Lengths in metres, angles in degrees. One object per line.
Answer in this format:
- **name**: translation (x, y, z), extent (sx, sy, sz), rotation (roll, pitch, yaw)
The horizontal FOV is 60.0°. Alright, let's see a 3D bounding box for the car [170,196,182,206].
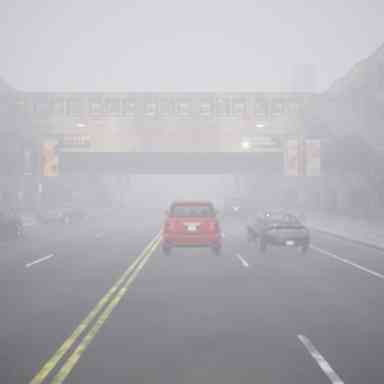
- **car**: translation (-3.392, 1.885, 70.865), extent (2.150, 2.045, 5.566), rotation (0, -1, 0)

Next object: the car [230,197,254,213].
- **car**: translation (6.674, 1.653, 45.204), extent (2.435, 2.045, 5.566), rotation (0, -1, 0)

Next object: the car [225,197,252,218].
- **car**: translation (3.498, 1.489, 29.018), extent (2.150, 2.045, 5.566), rotation (0, 0, 0)

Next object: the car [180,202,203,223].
- **car**: translation (0.006, 1.755, 29.488), extent (1.882, 1.535, 5.008), rotation (0, 0, 0)

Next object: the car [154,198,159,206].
- **car**: translation (-6.892, 2.015, 70.921), extent (2.097, 1.767, 4.553), rotation (0, -1, 0)

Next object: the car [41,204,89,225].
- **car**: translation (-10.008, 1.730, 26.575), extent (2.231, 1.521, 4.892), rotation (0, -1, 10)

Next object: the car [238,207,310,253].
- **car**: translation (3.502, 1.628, 14.297), extent (2.128, 1.511, 4.902), rotation (0, 0, 0)

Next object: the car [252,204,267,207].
- **car**: translation (6.721, 1.950, 37.804), extent (1.895, 1.301, 4.718), rotation (0, -1, 0)

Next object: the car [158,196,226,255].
- **car**: translation (-0.001, 1.349, 14.017), extent (2.150, 2.045, 5.566), rotation (0, 0, 0)

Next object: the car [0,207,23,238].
- **car**: translation (-10.042, 1.503, 15.801), extent (2.185, 1.767, 4.553), rotation (0, -1, 0)
